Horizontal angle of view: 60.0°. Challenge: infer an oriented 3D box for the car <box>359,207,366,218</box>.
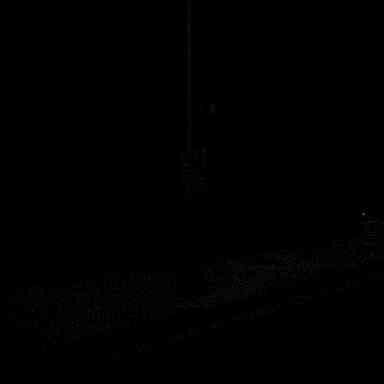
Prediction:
[{"bbox_3d":[11.119,1.312,26.256,2.128,1.511,4.902,0,1,-34],"label":"car"}]
